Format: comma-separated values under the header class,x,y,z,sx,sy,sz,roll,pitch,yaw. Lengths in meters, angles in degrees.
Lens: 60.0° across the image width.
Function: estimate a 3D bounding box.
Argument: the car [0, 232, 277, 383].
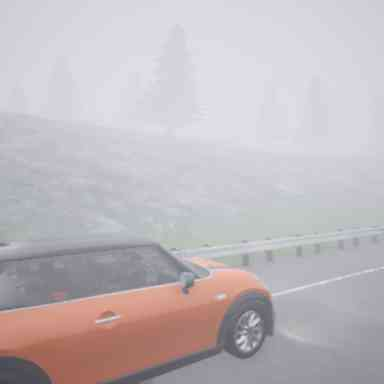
class,x,y,z,sx,sy,sz,roll,pitch,yaw
car,-0.964,1.341,4.468,4.553,1.767,2.097,0,0,-35
